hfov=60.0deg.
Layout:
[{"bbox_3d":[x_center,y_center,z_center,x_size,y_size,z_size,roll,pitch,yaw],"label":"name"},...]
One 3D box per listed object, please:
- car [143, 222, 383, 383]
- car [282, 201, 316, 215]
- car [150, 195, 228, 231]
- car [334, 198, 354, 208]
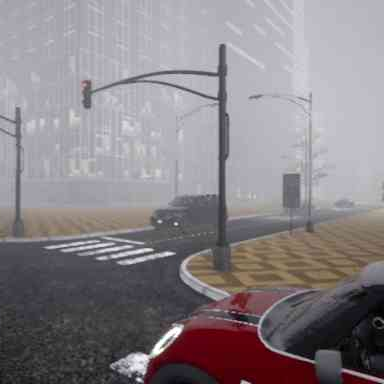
[{"bbox_3d":[1.742,1.335,2.492,4.553,1.767,2.097,0,0,37],"label":"car"},{"bbox_3d":[10.747,1.565,33.396,1.895,1.301,4.718,1,0,38],"label":"car"},{"bbox_3d":[0.003,1.196,19.646,2.150,2.045,5.566,1,0,38],"label":"car"},{"bbox_3d":[21.488,1.520,46.953,1.994,1.385,4.181,1,0,38],"label":"car"}]
